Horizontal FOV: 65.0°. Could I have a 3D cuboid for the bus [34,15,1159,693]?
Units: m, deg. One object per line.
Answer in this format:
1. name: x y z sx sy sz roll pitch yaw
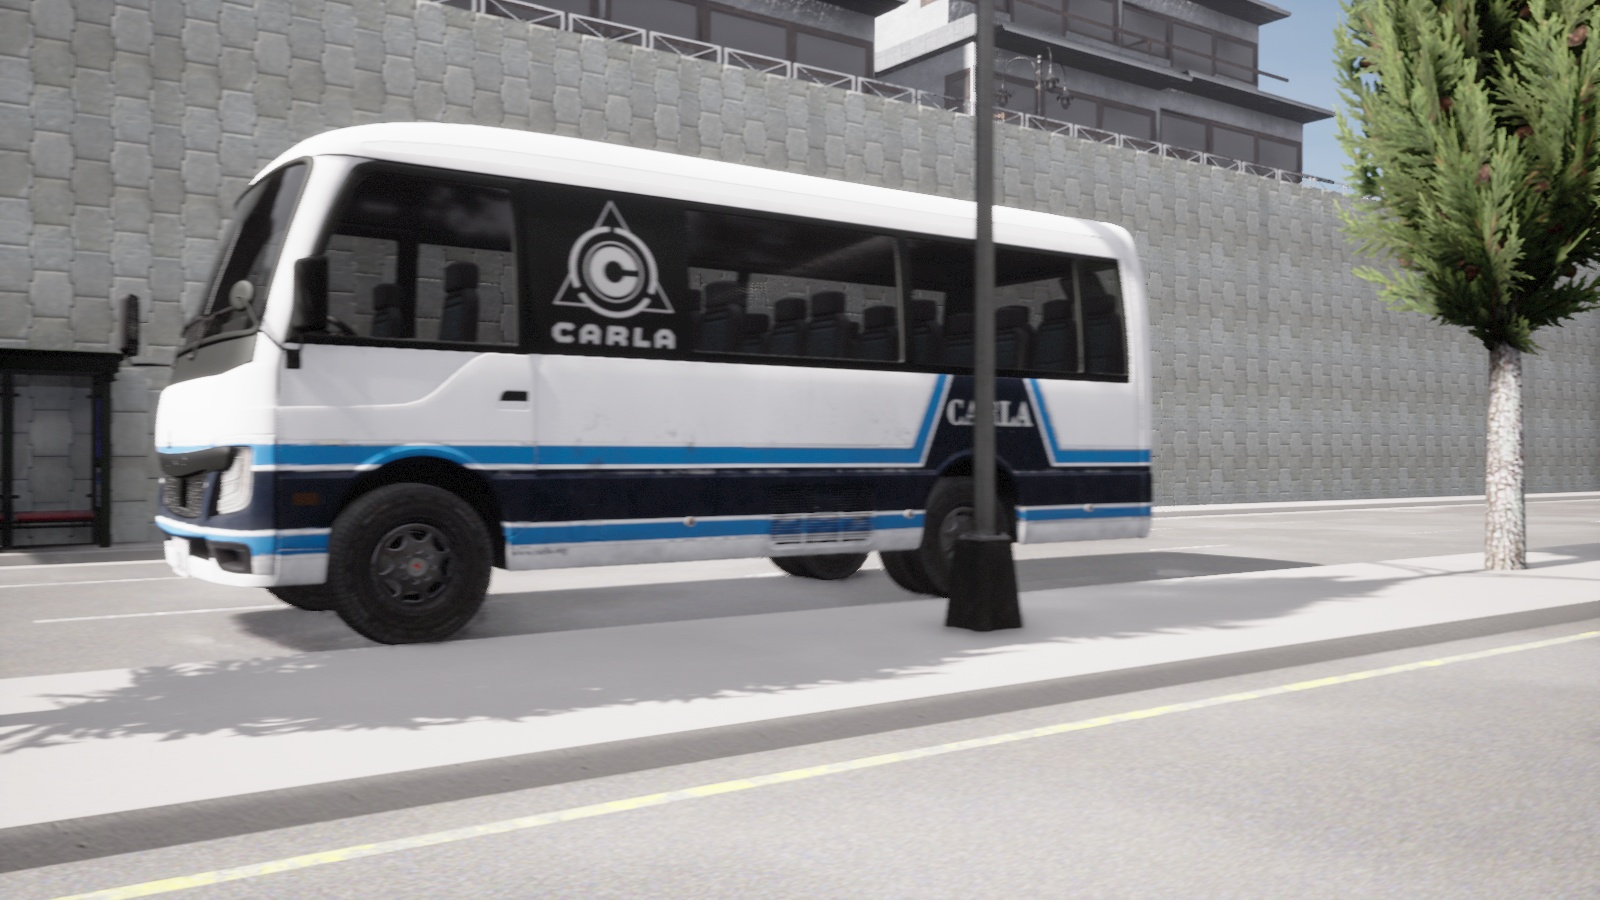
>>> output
1. bus: -1.427 -0.598 12.420 10.273 4.253 3.944 0 0 -35
